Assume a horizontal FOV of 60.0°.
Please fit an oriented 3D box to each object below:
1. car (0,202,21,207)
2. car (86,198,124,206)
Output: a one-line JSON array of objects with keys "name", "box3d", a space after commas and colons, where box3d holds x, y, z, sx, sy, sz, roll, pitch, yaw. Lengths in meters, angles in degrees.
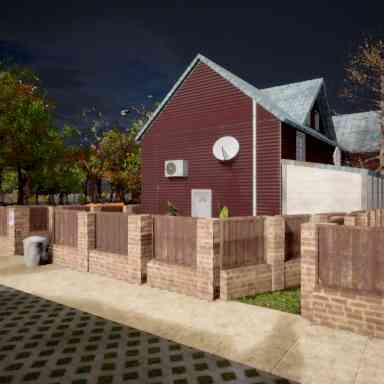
[{"name": "car", "box3d": [-14.847, 1.556, 25.082, 1.837, 1.490, 4.892, 0, 0, 35]}, {"name": "car", "box3d": [-8.923, 1.438, 33.442, 2.097, 1.767, 4.553, 0, 0, 35]}]
